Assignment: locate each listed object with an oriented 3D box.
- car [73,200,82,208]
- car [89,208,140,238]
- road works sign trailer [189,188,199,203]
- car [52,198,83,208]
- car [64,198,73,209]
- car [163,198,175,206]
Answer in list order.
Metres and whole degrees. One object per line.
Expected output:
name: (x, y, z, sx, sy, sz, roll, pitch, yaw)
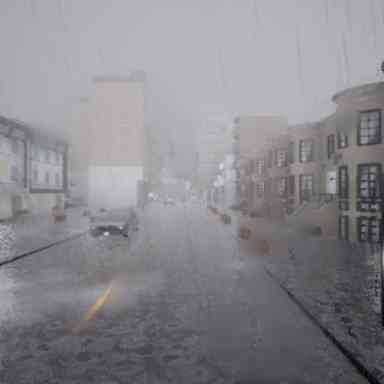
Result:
car: (-19.329, 1.576, 49.229, 4.611, 1.667, 2.242, 0, 0, 10)
car: (-4.104, 1.635, 18.604, 2.033, 1.411, 5.357, 0, 0, 0)
road works sign trailer: (0.102, 0.848, 82.431, 2.380, 3.560, 2.880, 0, 0, -37)
car: (-19.474, 1.658, 52.180, 4.193, 1.474, 1.816, 0, 0, 10)
car: (-19.094, 1.457, 46.128, 3.866, 1.878, 1.905, 0, 0, 10)
car: (-4.085, 1.806, 60.590, 1.812, 1.442, 4.674, 0, 0, 1)
